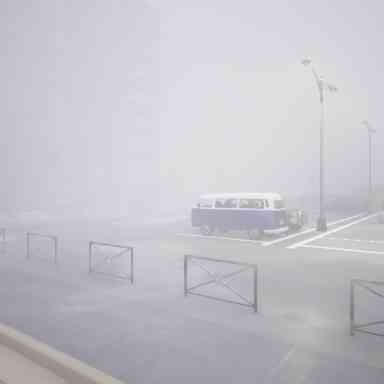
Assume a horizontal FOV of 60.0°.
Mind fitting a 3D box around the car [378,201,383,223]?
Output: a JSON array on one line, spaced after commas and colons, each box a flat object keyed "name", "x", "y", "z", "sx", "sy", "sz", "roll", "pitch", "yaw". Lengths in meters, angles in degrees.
[{"name": "car", "x": 13.977, "y": 1.395, "z": 20.962, "sx": 3.806, "sy": 1.475, "sz": 1.970, "roll": 0, "pitch": 0, "yaw": 36}]

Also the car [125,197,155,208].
[{"name": "car", "x": -7.279, "y": 1.435, "z": 46.872, "sx": 2.128, "sy": 1.511, "sz": 4.902, "roll": 0, "pitch": 0, "yaw": 36}]

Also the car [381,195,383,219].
[{"name": "car", "x": 17.224, "y": 1.153, "z": 25.499, "sx": 4.605, "sy": 1.855, "sz": 1.932, "roll": 0, "pitch": 0, "yaw": 36}]

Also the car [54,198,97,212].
[{"name": "car", "x": -13.399, "y": 1.422, "z": 38.367, "sx": 1.882, "sy": 1.535, "sz": 5.008, "roll": 0, "pitch": 0, "yaw": 36}]

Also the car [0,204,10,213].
[{"name": "car", "x": -19.452, "y": 1.492, "z": 29.948, "sx": 2.033, "sy": 1.411, "sz": 5.357, "roll": 0, "pitch": 0, "yaw": 36}]
